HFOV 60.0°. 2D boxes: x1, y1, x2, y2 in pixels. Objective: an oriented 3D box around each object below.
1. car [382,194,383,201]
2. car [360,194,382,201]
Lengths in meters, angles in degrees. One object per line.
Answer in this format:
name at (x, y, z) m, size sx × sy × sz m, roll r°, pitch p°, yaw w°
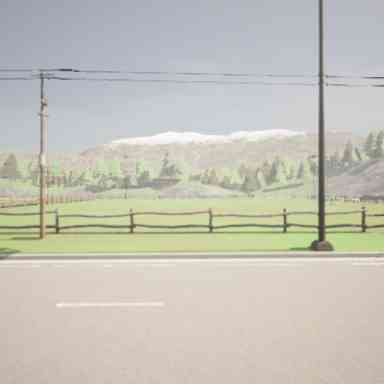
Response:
car at (42.161, 1.247, 72.739) m, size 1.812 × 1.442 × 4.674 m, roll 0°, pitch 0°, yaw -1°
car at (38.661, 1.234, 72.700) m, size 1.837 × 1.490 × 4.892 m, roll 0°, pitch 0°, yaw -1°
